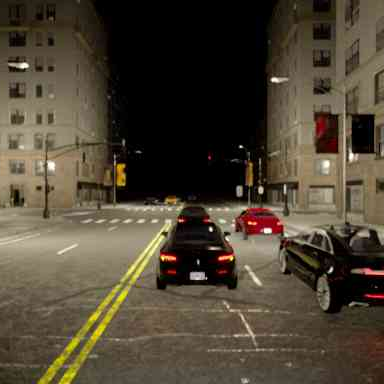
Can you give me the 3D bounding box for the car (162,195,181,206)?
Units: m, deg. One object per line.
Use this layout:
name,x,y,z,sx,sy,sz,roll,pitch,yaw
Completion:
car,-3.279,1.410,53.927,1.882,1.535,5.008,0,0,0

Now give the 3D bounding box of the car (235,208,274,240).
car,3.268,1.502,16.659,1.812,1.442,4.674,0,0,0

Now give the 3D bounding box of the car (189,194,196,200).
car,0.094,1.299,89.022,1.994,1.385,4.181,0,0,0

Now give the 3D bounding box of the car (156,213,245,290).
car,0.107,1.512,8.961,1.812,1.442,4.674,0,0,0

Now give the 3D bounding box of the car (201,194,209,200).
car,3.344,1.299,89.018,1.994,1.385,4.181,0,0,0

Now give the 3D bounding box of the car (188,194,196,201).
car,0.084,1.486,79.049,1.895,1.301,4.718,0,0,0

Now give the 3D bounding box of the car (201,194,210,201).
car,3.333,1.431,78.599,2.033,1.411,5.357,0,0,0

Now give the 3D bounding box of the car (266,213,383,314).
car,3.347,1.480,7.564,2.128,1.511,4.902,0,0,0

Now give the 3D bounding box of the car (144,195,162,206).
car,-6.532,1.480,53.606,2.033,1.411,5.357,0,0,0

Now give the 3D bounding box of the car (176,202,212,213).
car,0.118,1.501,17.869,1.812,1.442,4.674,0,0,0
